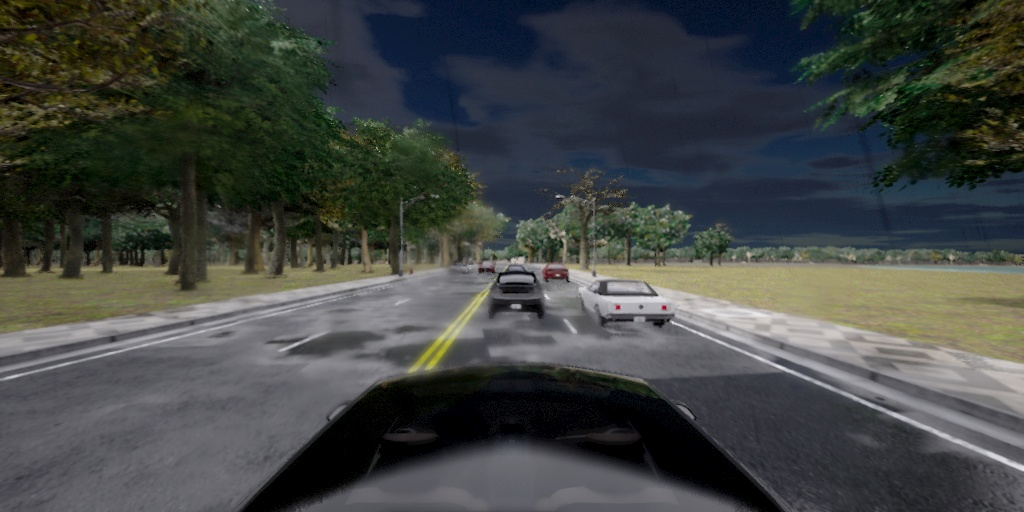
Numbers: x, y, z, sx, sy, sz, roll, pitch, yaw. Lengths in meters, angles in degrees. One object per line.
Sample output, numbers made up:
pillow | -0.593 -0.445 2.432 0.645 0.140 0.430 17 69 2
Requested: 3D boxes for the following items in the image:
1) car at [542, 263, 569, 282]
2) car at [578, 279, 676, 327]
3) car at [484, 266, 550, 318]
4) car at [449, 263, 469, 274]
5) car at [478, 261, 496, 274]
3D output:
car | 3.556 1.321 29.922 1.882 1.535 5.008 0 0 1
car | 3.400 1.389 11.674 1.895 1.301 4.718 0 0 1
car | 0.167 1.279 13.177 1.837 1.490 4.892 0 0 1
car | -6.272 1.454 42.668 1.895 1.301 4.718 0 0 1
car | -3.011 1.353 43.566 1.882 1.535 5.008 0 0 1
